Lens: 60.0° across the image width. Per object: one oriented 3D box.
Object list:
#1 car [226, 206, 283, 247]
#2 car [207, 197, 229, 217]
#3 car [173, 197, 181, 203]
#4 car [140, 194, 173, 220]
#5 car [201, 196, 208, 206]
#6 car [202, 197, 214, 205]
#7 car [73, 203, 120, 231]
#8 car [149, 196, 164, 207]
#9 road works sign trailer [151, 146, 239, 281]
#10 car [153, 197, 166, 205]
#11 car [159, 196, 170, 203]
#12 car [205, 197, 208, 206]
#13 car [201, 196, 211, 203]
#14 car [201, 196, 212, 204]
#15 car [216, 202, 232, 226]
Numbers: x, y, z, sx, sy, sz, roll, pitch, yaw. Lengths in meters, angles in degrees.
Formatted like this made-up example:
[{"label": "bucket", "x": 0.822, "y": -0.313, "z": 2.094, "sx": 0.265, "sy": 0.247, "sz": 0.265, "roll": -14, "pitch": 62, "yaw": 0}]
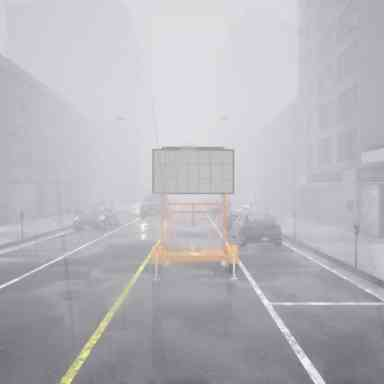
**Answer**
[{"label": "car", "x": 2.769, "y": 1.550, "z": 14.790, "sx": 2.008, "sy": 1.369, "sz": 4.403, "roll": -1, "pitch": 0, "yaw": 0}, {"label": "car", "x": 2.787, "y": 1.445, "z": 31.306, "sx": 1.967, "sy": 1.590, "sz": 4.097, "roll": -1, "pitch": 0, "yaw": 0}, {"label": "car", "x": -2.932, "y": 1.586, "z": 57.983, "sx": 1.994, "sy": 1.385, "sz": 4.181, "roll": 0, "pitch": 0, "yaw": 0}, {"label": "car", "x": -3.068, "y": 1.225, "z": 28.600, "sx": 2.150, "sy": 2.045, "sz": 5.566, "roll": 0, "pitch": 0, "yaw": 0}, {"label": "car", "x": 2.815, "y": 1.584, "z": 53.327, "sx": 1.947, "sy": 1.339, "sz": 4.313, "roll": -1, "pitch": 0, "yaw": 0}, {"label": "car", "x": 2.821, "y": 1.567, "z": 58.831, "sx": 1.887, "sy": 1.381, "sz": 4.507, "roll": -1, "pitch": 0, "yaw": 0}, {"label": "car", "x": -5.751, "y": 1.440, "z": 20.306, "sx": 1.967, "sy": 1.590, "sz": 4.097, "roll": -1, "pitch": 0, "yaw": 0}, {"label": "car", "x": -5.712, "y": 1.458, "z": 53.337, "sx": 1.967, "sy": 1.590, "sz": 4.097, "roll": -1, "pitch": 0, "yaw": 0}, {"label": "road works sign trailer", "x": 0.035, "y": 0.463, "z": 9.897, "sx": 2.380, "sy": 3.560, "sz": 2.880, "roll": 0, "pitch": 0, "yaw": -2}, {"label": "car", "x": -5.704, "y": 1.588, "z": 58.842, "sx": 1.947, "sy": 1.339, "sz": 4.313, "roll": -1, "pitch": 0, "yaw": 0}, {"label": "car", "x": -5.691, "y": 1.577, "z": 69.853, "sx": 1.887, "sy": 1.381, "sz": 4.507, "roll": -1, "pitch": 0, "yaw": 0}, {"label": "car", "x": 2.795, "y": 1.552, "z": 36.811, "sx": 1.887, "sy": 1.381, "sz": 4.507, "roll": -1, "pitch": 0, "yaw": 0}, {"label": "car", "x": 2.834, "y": 1.577, "z": 69.842, "sx": 1.887, "sy": 1.381, "sz": 4.507, "roll": -1, "pitch": 0, "yaw": 0}, {"label": "car", "x": 2.828, "y": 1.572, "z": 64.337, "sx": 1.887, "sy": 1.381, "sz": 4.507, "roll": -1, "pitch": 0, "yaw": 0}, {"label": "car", "x": 2.775, "y": 1.545, "z": 20.296, "sx": 1.887, "sy": 1.381, "sz": 4.507, "roll": -1, "pitch": 0, "yaw": 0}]
